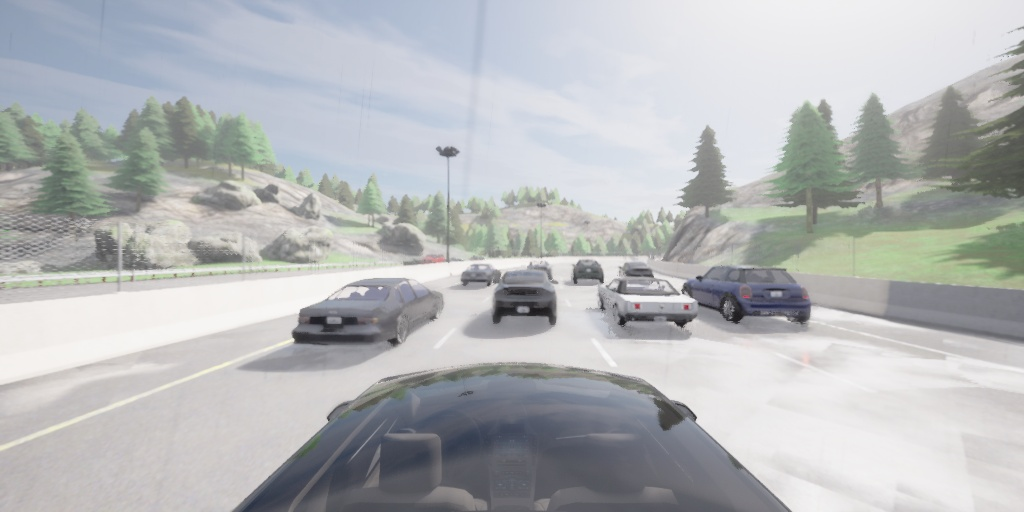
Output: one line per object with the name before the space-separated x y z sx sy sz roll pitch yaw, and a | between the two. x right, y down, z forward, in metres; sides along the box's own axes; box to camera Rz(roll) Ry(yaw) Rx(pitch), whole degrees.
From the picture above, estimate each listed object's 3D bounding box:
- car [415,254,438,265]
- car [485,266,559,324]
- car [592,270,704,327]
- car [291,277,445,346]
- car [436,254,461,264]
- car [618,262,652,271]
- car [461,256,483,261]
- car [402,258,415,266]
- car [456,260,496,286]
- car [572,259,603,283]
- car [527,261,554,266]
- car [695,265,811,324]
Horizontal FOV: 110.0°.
car | -12.864 0.640 58.024 2.150 2.045 5.566 0 0 16
car | 0.467 1.198 11.698 1.837 1.490 4.892 0 -1 4
car | 3.946 1.309 11.355 1.895 1.301 4.718 0 0 4
car | -3.215 1.249 9.273 2.033 1.411 5.357 0 0 3
car | -9.557 0.924 56.833 2.128 1.511 4.902 0 0 16
car | 9.056 1.147 26.505 1.837 1.490 4.892 0 1 9
car | -5.872 0.794 56.946 2.097 1.767 4.553 0 0 16
car | -16.137 1.004 59.324 1.895 1.301 4.718 0 0 16
car | -1.957 1.175 23.804 2.033 1.411 5.357 0 0 8
car | 5.519 0.983 26.476 2.097 1.767 4.553 0 0 8
car | 2.089 1.112 27.218 2.128 1.511 4.902 0 0 9
car | 7.517 1.065 12.099 2.097 1.767 4.553 0 0 4
